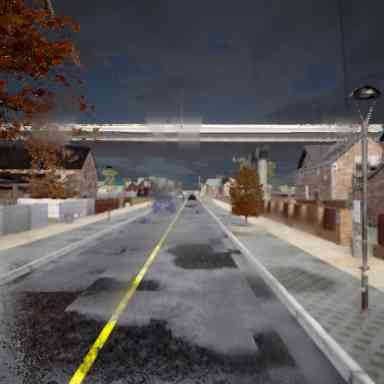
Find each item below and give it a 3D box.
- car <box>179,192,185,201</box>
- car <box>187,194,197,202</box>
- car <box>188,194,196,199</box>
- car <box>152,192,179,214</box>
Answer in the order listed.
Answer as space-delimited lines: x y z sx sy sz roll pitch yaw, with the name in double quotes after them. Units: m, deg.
-2.754 0.961 76.598 2.150 2.045 5.566 0 0 0 "car"
-0.002 1.296 71.701 1.812 1.442 4.674 0 0 0 "car"
-0.004 1.254 91.883 2.033 1.411 5.357 0 0 0 "car"
-2.843 1.184 35.164 2.150 2.045 5.566 0 0 0 "car"
